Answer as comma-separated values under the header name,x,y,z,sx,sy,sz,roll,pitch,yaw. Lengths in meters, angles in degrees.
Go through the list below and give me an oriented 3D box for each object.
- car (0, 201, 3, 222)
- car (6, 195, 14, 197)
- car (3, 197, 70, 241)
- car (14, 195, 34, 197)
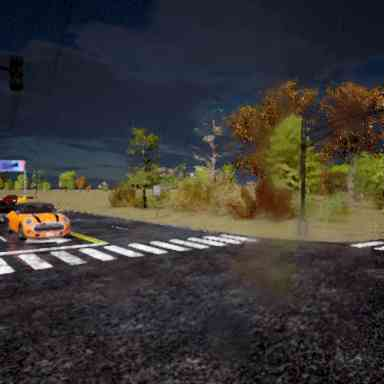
name,x,y,z,sx,sy,sz,roll,pitch,yaw
car,-13.291,1.397,23.769,1.837,1.490,4.892,0,0,-38
car,-31.201,1.178,57.610,1.882,1.535,5.008,0,0,-38
car,-7.727,1.298,16.640,2.097,1.767,4.553,0,0,-38
car,-23.801,1.249,48.123,1.882,1.535,5.008,0,0,-38
